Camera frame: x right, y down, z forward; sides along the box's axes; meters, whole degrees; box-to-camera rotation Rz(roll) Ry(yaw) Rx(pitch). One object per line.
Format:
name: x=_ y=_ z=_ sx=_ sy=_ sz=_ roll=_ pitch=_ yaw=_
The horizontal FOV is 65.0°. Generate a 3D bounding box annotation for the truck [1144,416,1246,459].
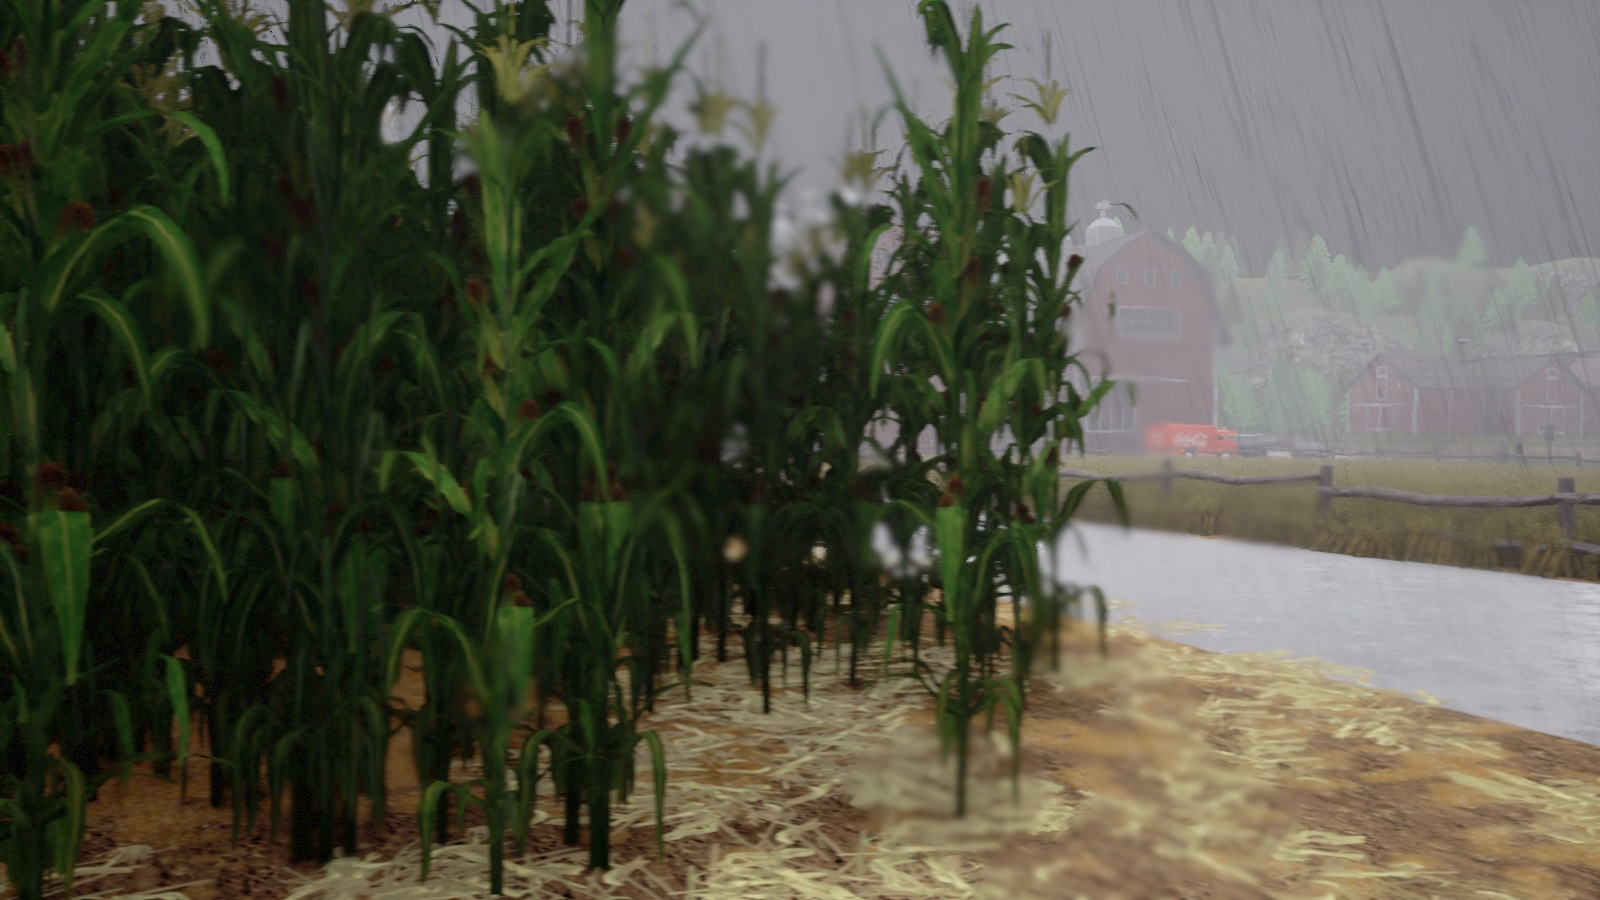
truck: x=23.420 y=-0.746 z=74.474 sx=5.204 sy=2.467 sz=2.627 roll=-1 pitch=1 yaw=-19

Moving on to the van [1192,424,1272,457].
van: x=26.955 y=-0.591 z=78.452 sx=4.442 sy=1.987 sz=1.775 roll=0 pitch=1 yaw=6

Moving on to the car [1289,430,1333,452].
car: x=36.056 y=-0.623 z=88.723 sx=2.163 sy=1.488 sz=4.792 roll=0 pitch=1 yaw=13
